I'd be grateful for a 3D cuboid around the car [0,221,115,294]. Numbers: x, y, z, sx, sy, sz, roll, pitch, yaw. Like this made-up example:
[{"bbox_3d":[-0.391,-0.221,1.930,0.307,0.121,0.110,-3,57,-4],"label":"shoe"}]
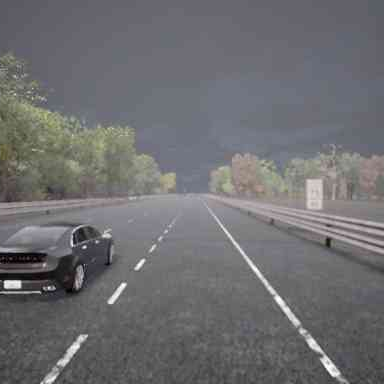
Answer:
[{"bbox_3d":[-3.401,1.541,8.818,1.837,1.490,4.892,0,0,1],"label":"car"}]
